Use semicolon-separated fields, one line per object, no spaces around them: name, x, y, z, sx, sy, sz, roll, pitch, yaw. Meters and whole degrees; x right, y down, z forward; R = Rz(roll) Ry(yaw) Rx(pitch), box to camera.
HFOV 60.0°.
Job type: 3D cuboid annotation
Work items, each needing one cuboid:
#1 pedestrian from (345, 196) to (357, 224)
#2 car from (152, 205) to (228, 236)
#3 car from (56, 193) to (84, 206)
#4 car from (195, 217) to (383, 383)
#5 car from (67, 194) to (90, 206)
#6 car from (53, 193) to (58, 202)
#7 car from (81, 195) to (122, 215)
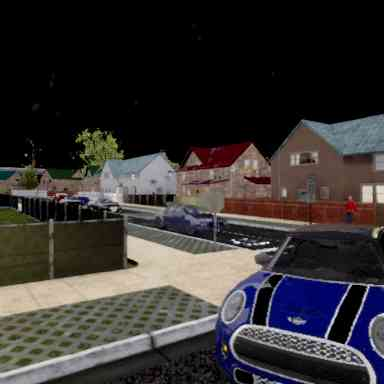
pedestrian;7.905;1.085;16.649;0.375;1.860;0.375;1;0;-34
car;-0.255;1.428;18.252;2.033;1.411;5.357;0;1;-34
car;-13.999;1.189;38.626;1.994;1.385;4.181;0;1;-34
car;2.177;1.361;5.114;2.097;1.767;4.553;-1;0;33
car;-16.091;1.019;46.953;1.882;1.535;5.008;0;0;-34
car;-21.853;0.908;55.460;1.882;1.535;5.008;0;1;-34
car;-7.746;1.235;29.339;2.128;1.511;4.902;0;1;-34
